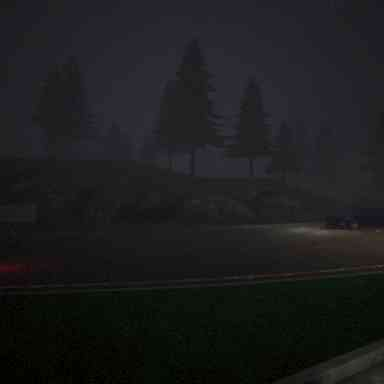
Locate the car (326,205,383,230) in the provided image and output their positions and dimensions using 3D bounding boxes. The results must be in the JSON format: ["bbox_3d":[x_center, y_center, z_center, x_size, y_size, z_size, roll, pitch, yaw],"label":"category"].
[{"bbox_3d":[11.295,1.628,22.334,5.008,1.535,1.882,1,0,-24],"label":"car"}]
